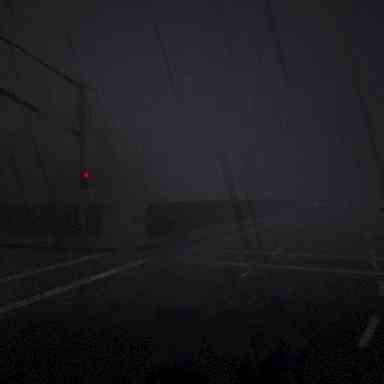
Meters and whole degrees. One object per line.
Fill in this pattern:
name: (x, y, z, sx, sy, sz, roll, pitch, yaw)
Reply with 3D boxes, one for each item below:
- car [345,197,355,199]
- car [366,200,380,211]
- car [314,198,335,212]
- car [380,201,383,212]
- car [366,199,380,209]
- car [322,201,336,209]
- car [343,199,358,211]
car: (28.431, 1.916, 59.734, 2.150, 2.045, 5.566, -2, -1, 27)
car: (26.848, 1.968, 48.497, 1.882, 1.535, 5.008, -2, -1, 27)
car: (19.765, 1.889, 49.989, 2.150, 2.045, 5.566, -2, -1, 27)
car: (10.523, 1.354, 15.906, 2.150, 2.045, 5.566, -2, -1, 27)
car: (31.033, 2.065, 57.098, 1.882, 1.535, 5.008, -2, -1, 27)
car: (25.075, 2.387, 60.794, 1.895, 1.301, 4.718, -2, -1, 27)
car: (23.980, 2.140, 50.578, 2.033, 1.411, 5.357, -2, -1, 27)
